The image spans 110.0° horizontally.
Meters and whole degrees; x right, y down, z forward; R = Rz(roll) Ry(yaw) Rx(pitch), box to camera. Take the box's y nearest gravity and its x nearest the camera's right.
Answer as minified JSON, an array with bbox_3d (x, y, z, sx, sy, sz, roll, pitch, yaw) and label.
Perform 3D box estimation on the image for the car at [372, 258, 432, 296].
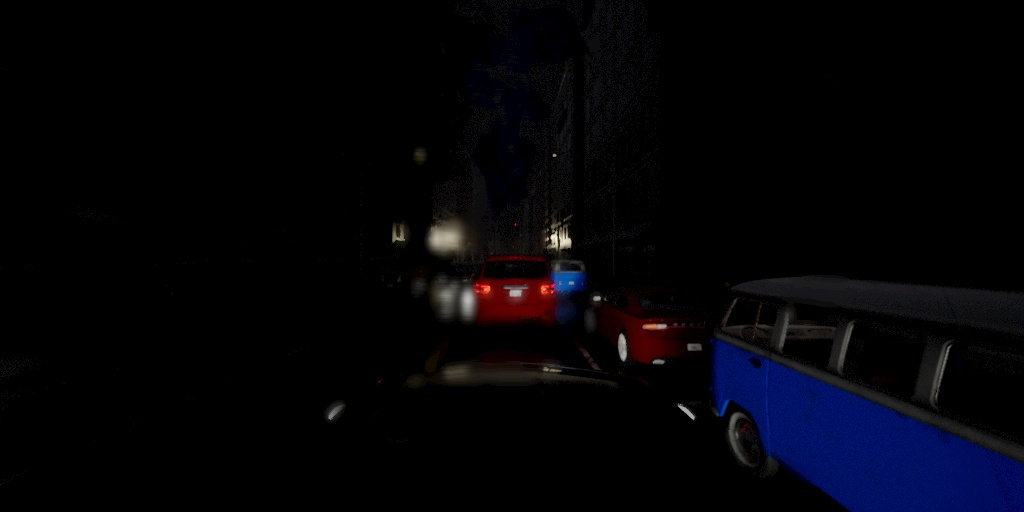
[{"bbox_3d":[-5.649,1.048,19.131,2.192,1.841,5.009,0,0,0],"label":"car"}]

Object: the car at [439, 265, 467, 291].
[{"bbox_3d":[-3.045,1.278,21.871,2.033,1.411,5.357,0,0,0],"label":"car"}]

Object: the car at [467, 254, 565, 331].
[{"bbox_3d":[0.111,0.964,11.060,2.150,2.045,5.566,0,0,0],"label":"car"}]

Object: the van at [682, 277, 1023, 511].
[{"bbox_3d":[2.856,1.090,2.179,1.690,1.789,3.998,0,0,0],"label":"van"}]

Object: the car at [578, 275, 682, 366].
[{"bbox_3d":[2.863,1.290,7.840,1.888,1.381,4.507,0,0,0],"label":"car"}]

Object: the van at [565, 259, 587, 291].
[{"bbox_3d":[2.876,1.074,19.161,1.690,1.789,3.998,0,0,0],"label":"van"}]
